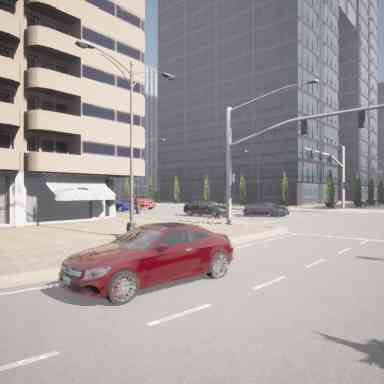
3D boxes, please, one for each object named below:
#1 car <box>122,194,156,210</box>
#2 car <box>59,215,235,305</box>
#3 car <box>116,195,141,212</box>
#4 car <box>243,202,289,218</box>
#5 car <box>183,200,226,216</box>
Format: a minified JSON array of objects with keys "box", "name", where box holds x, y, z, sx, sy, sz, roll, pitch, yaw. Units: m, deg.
[{"box":[-7.145,1.276,42.827,5.566,2.045,2.150,0,0,41],"name":"car"},{"box":[-0.842,1.526,8.300,4.674,1.442,1.812,0,0,-44],"name":"car"},{"box":[-8.723,1.533,39.573,5.008,1.535,1.882,1,1,41],"name":"car"},{"box":[6.846,1.619,30.871,4.181,1.385,1.994,0,0,41],"name":"car"},{"box":[1.373,1.547,30.944,4.902,1.511,2.128,0,0,41],"name":"car"}]
